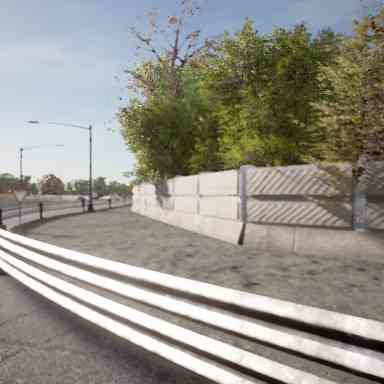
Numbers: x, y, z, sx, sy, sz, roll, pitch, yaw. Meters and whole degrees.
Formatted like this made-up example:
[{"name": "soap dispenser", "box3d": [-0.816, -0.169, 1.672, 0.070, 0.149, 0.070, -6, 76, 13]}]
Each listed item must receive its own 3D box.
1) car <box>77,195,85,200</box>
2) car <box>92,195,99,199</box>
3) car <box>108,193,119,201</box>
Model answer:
[{"name": "car", "box3d": [-28.988, 1.591, 86.658, 1.812, 1.442, 4.674, 0, 0, -19]}, {"name": "car", "box3d": [-25.628, 1.566, 87.638, 1.837, 1.490, 4.892, 0, 0, -19]}, {"name": "car", "box3d": [-20.685, 1.287, 87.577, 2.150, 2.045, 5.566, 0, 0, -3]}]
